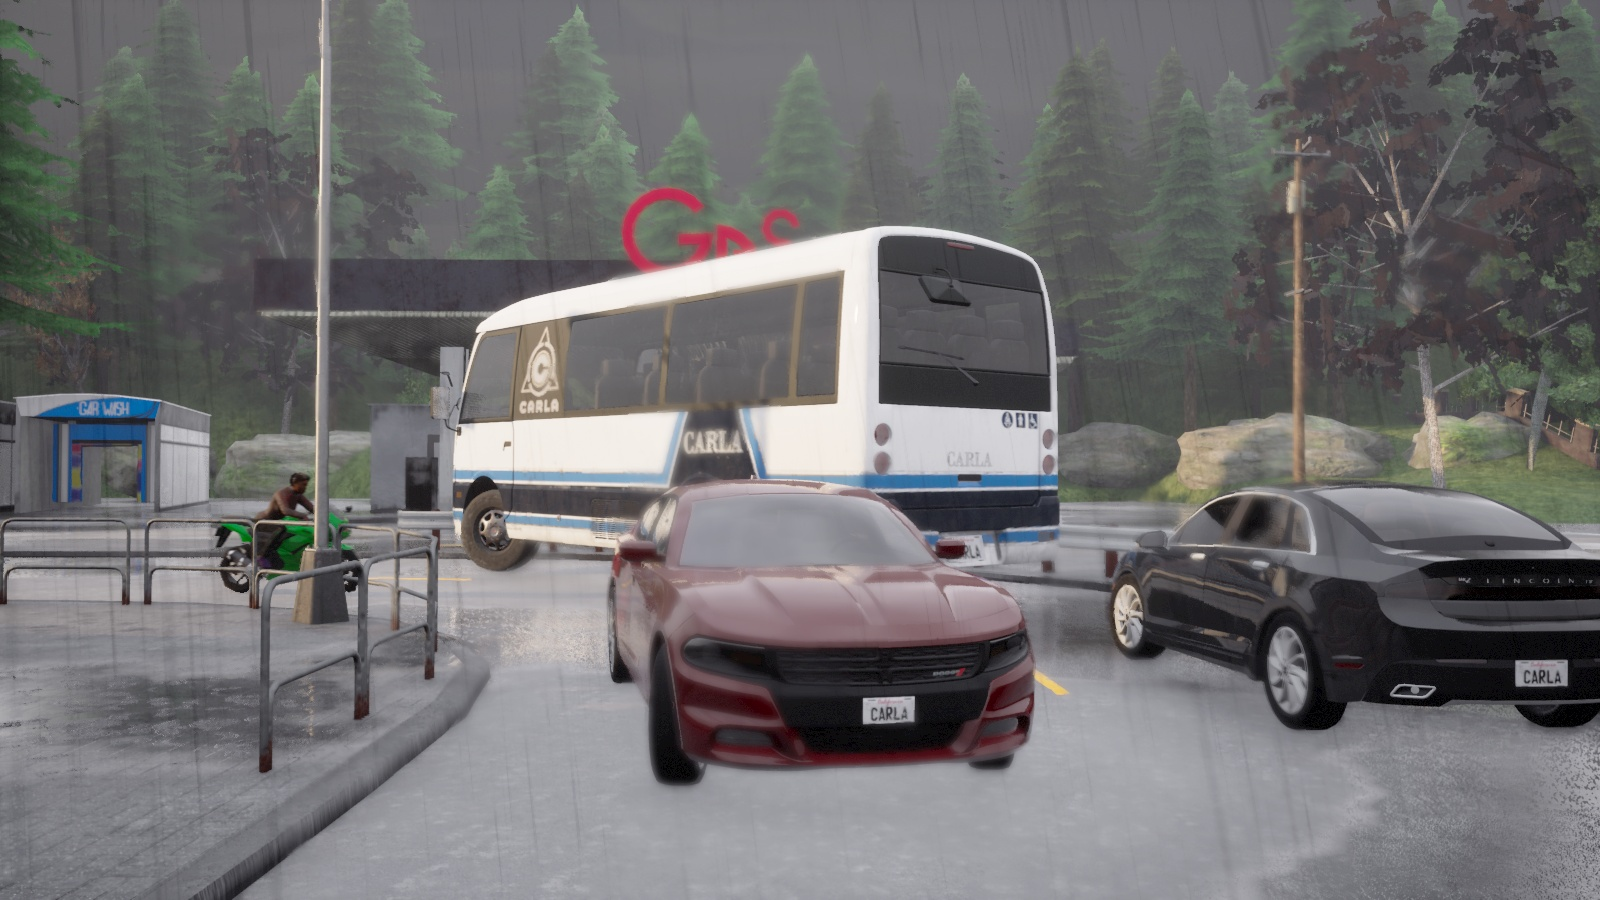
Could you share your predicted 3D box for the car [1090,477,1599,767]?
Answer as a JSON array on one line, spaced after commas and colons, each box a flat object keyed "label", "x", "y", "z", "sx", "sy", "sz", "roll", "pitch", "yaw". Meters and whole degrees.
[{"label": "car", "x": 3.770, "y": 0.958, "z": 9.115, "sx": 1.837, "sy": 1.490, "sz": 4.892, "roll": 0, "pitch": -1, "yaw": -5}]

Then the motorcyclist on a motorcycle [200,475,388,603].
[{"label": "motorcyclist on a motorcycle", "x": -6.264, "y": 1.085, "z": 15.577, "sx": 2.044, "sy": 1.523, "sz": 0.797, "roll": -1, "pitch": 0, "yaw": 12}]

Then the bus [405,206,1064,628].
[{"label": "bus", "x": -1.635, "y": -0.259, "z": 17.847, "sx": 3.944, "sy": 4.253, "sz": 10.273, "roll": 0, "pitch": -1, "yaw": -40}]

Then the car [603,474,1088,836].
[{"label": "car", "x": -0.144, "y": 0.928, "z": 8.039, "sx": 1.882, "sy": 1.535, "sz": 5.008, "roll": 0, "pitch": -1, "yaw": -13}]
